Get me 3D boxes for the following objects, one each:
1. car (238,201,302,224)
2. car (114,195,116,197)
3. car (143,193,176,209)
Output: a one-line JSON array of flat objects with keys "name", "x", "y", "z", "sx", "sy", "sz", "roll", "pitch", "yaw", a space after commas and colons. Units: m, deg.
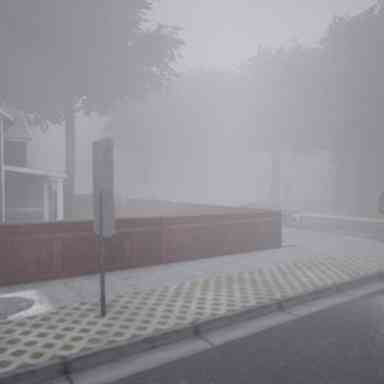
[{"name": "car", "x": 5.176, "y": 1.361, "z": 22.743, "sx": 2.128, "sy": 1.511, "sz": 4.902, "roll": -1, "pitch": 2, "yaw": -35}, {"name": "car", "x": -12.588, "y": 0.611, "z": 47.885, "sx": 2.033, "sy": 1.411, "sz": 5.357, "roll": -1, "pitch": 3, "yaw": -35}, {"name": "car", "x": -3.497, "y": 0.902, "z": 34.965, "sx": 2.097, "sy": 1.767, "sz": 4.553, "roll": -1, "pitch": 2, "yaw": -35}]
